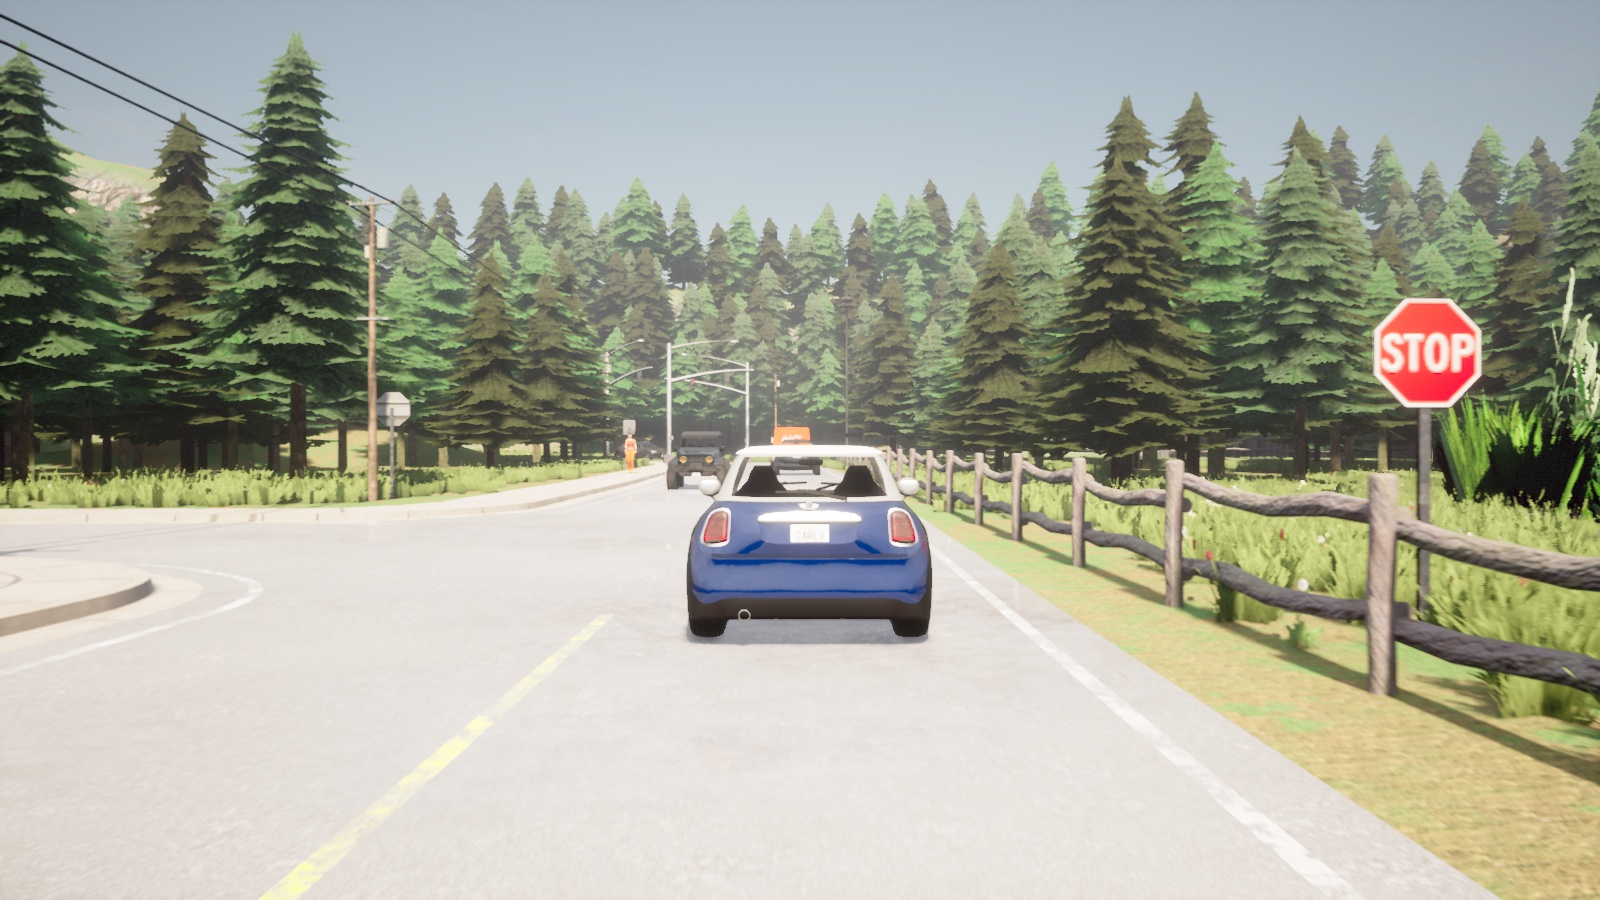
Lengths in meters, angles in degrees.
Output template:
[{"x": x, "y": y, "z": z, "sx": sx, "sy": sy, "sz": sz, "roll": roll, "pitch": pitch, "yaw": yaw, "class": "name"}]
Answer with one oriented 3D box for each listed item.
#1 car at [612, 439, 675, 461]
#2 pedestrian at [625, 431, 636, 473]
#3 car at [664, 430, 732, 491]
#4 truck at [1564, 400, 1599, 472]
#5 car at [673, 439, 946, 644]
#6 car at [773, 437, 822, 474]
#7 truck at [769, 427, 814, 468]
[{"x": -12.079, "y": -0.022, "z": 96.779, "sx": 5.027, "sy": 1.651, "sz": 2.152, "roll": 0, "pitch": 0, "yaw": 43, "class": "car"}, {"x": -7.574, "y": 0.095, "z": 55.963, "sx": 0.345, "sy": 1.836, "sz": 0.594, "roll": 0, "pitch": 0, "yaw": 7, "class": "pedestrian"}, {"x": -3.272, "y": 0.309, "z": 40.929, "sx": 1.905, "sy": 1.878, "sz": 3.866, "roll": 0, "pitch": 0, "yaw": 0, "class": "car"}, {"x": 44.968, "y": -0.716, "z": 65.498, "sx": 2.891, "sy": 3.827, "sz": 8.468, "roll": 0, "pitch": 0, "yaw": -28, "class": "truck"}, {"x": 0.076, "y": 0.650, "z": 10.955, "sx": 1.970, "sy": 1.475, "sz": 3.806, "roll": 0, "pitch": 0, "yaw": 0, "class": "car"}, {"x": -0.170, "y": 0.259, "z": 59.691, "sx": 2.242, "sy": 1.667, "sz": 4.611, "roll": 0, "pitch": 0, "yaw": -1, "class": "car"}, {"x": -0.549, "y": -0.164, "z": 76.617, "sx": 2.627, "sy": 2.467, "sz": 5.204, "roll": 0, "pitch": 0, "yaw": -2, "class": "truck"}]
